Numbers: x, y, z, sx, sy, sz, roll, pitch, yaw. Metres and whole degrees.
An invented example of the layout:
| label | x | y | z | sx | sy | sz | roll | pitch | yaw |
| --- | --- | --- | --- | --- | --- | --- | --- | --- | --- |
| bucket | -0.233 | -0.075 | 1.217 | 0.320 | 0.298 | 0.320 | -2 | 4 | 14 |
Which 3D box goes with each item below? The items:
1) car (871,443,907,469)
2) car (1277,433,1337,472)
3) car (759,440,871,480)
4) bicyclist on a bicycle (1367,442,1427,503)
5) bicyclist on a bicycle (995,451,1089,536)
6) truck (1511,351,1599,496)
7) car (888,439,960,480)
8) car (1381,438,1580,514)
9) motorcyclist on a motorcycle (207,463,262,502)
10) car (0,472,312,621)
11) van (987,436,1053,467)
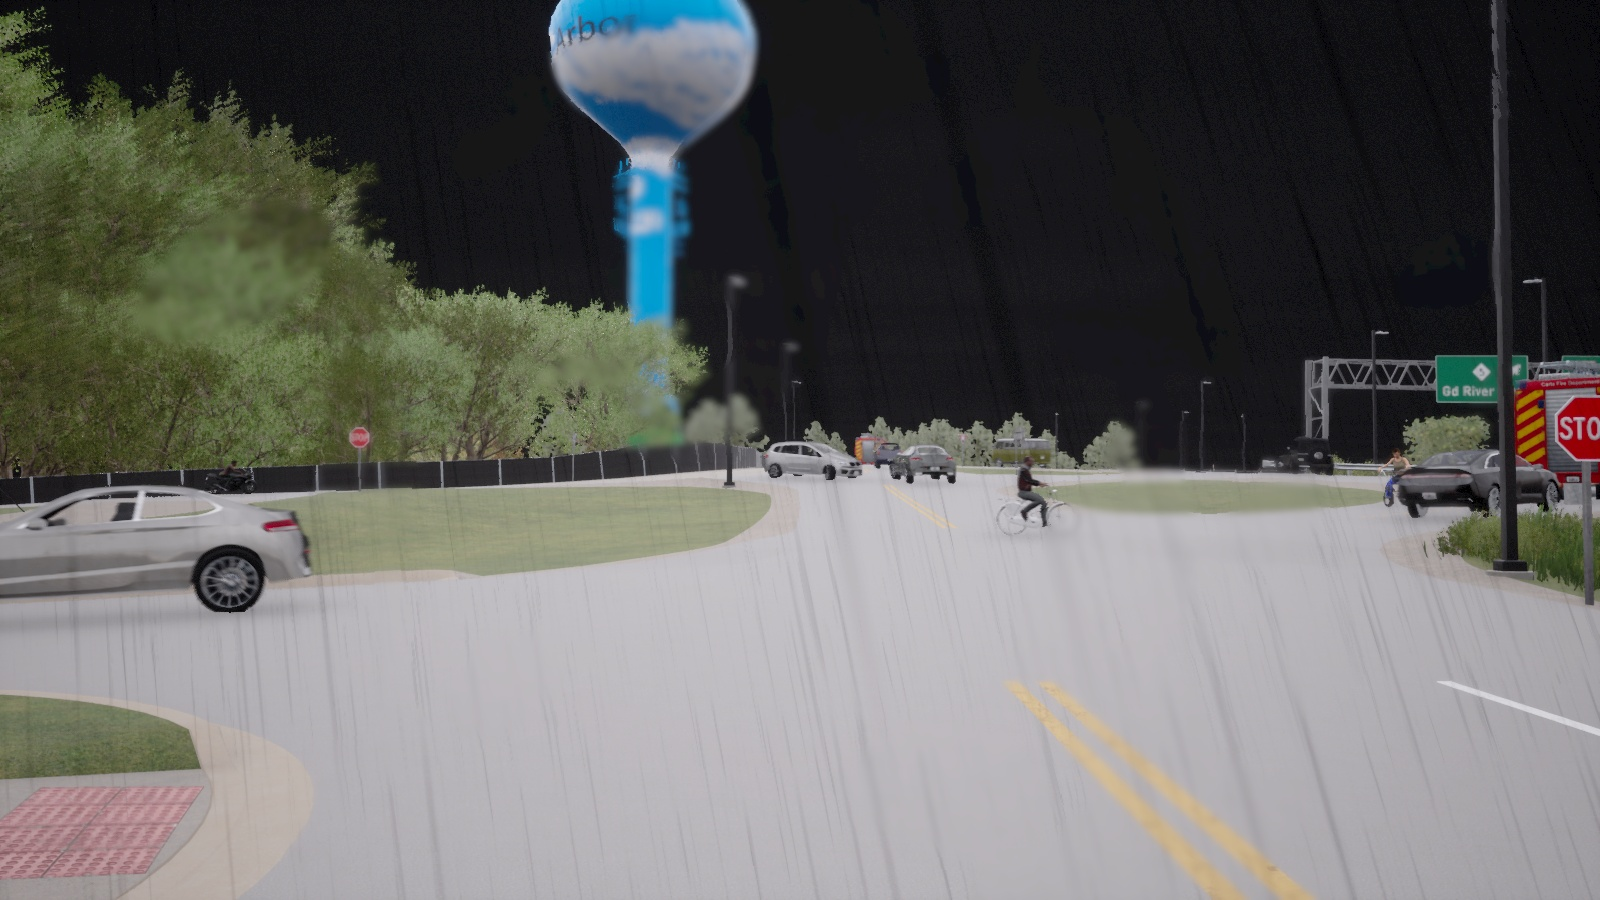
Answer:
| label | x | y | z | sx | sy | sz | roll | pitch | yaw |
| --- | --- | --- | --- | --- | --- | --- | --- | --- | --- |
| car | 5.237 | 0.313 | 74.210 | 1.845 | 1.501 | 3.633 | 0 | 0 | 0 |
| car | 25.916 | 0.128 | 64.328 | 1.905 | 1.878 | 3.866 | 1 | 0 | 7 |
| car | 0.681 | 0.404 | 57.162 | 4.611 | 1.667 | 2.242 | 1 | 1 | 34 |
| bicyclist on a bicycle | 16.471 | 0.621 | 34.637 | 1.509 | 1.612 | 0.866 | -2 | -1 | -41 |
| bicyclist on a bicycle | 5.266 | 0.953 | 27.345 | 1.843 | 1.776 | 0.659 | -3 | -3 | 25 |
| truck | 23.900 | -0.755 | 36.615 | 8.468 | 3.827 | 2.891 | -1 | -1 | -42 |
| car | 5.399 | 0.371 | 55.408 | 2.152 | 1.651 | 5.027 | 0 | 1 | -6 |
| car | 15.695 | 0.581 | 28.874 | 4.902 | 1.511 | 2.128 | -2 | -1 | -37 |
| motorcyclist on a motorcycle | -24.238 | 1.386 | 53.851 | 2.044 | 1.523 | 0.797 | -2 | 2 | -30 |
| car | -8.959 | 1.202 | 15.990 | 5.027 | 1.651 | 2.152 | -1 | -2 | -23 |
| van | 14.625 | 0.119 | 83.750 | 1.775 | 1.987 | 4.442 | 1 | 0 | -34 |
